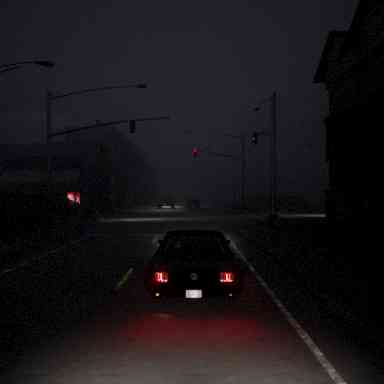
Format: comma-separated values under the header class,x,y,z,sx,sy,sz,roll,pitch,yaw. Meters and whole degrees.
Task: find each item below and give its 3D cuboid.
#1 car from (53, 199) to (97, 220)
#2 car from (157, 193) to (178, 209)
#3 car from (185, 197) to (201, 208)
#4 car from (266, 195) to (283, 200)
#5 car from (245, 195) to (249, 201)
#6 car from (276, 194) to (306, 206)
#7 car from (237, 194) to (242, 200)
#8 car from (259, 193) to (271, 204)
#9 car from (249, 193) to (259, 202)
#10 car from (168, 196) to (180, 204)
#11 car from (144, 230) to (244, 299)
class,x,y,z,sx,sy,sz,roll,pitch,yaw
car,-10.036,1.332,26.124,4.902,1.511,2.128,1,0,-7
car,-3.590,1.221,46.747,2.150,2.045,5.566,0,0,0
car,0.104,1.505,46.716,1.837,1.490,4.892,0,0,0
car,21.315,1.399,86.081,3.806,1.475,1.970,0,0,0
car,13.758,1.113,70.478,4.605,1.855,1.932,0,0,0
car,14.494,1.248,48.360,3.806,1.475,1.970,0,0,0
car,13.894,1.389,89.062,3.633,1.501,1.845,0,0,0
car,14.170,1.169,54.778,5.027,1.636,2.152,0,0,0
car,14.170,1.092,67.572,3.866,1.878,1.905,0,0,0
car,-3.515,1.547,67.275,2.033,1.411,5.357,0,0,1
car,0.059,1.601,8.388,1.895,1.301,4.718,0,0,1
